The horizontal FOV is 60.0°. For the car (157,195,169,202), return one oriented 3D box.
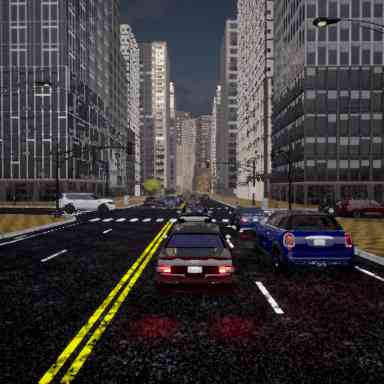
[{"bbox_3d":[-6.360,1.475,72.992,2.033,1.411,5.357,0,0,0],"label":"car"}]

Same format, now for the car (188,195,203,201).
[{"bbox_3d":[0.260,1.563,51.578,1.895,1.301,4.718,0,0,0],"label":"car"}]

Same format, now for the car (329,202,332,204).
[{"bbox_3d":[16.485,1.614,36.758,4.892,1.490,1.837,0,1,-1],"label":"car"}]

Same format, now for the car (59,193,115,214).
[{"bbox_3d":[-10.906,1.130,34.604,5.566,2.045,2.150,0,1,-8],"label":"car"}]

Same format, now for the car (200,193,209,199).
[{"bbox_3d":[3.429,1.093,92.152,2.097,1.767,4.553,0,0,0],"label":"car"}]

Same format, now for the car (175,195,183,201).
[{"bbox_3d":[-3.097,1.426,79.577,1.837,1.490,4.892,0,0,0],"label":"car"}]

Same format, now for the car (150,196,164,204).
[{"bbox_3d":[-6.440,1.497,62.322,2.033,1.411,5.357,0,0,0],"label":"car"}]

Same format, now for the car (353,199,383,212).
[{"bbox_3d":[21.885,1.640,39.226,4.829,1.417,1.752,1,0,1],"label":"car"}]

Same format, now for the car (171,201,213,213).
[{"bbox_3d":[0.136,1.481,18.668,2.128,1.511,4.902,0,0,0],"label":"car"}]

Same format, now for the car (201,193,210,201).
[{"bbox_3d":[3.409,1.392,81.763,1.882,1.535,5.008,0,0,0],"label":"car"}]

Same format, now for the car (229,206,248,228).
[{"bbox_3d":[3.390,1.536,20.277,2.033,1.411,5.357,0,0,0],"label":"car"}]

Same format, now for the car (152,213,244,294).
[{"bbox_3d":[0.110,1.543,8.923,2.033,1.411,5.357,0,0,1],"label":"car"}]

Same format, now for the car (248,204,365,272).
[{"bbox_3d":[3.370,1.347,10.892,2.097,1.767,4.553,0,0,0],"label":"car"}]

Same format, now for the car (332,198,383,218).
[{"bbox_3d":[16.260,1.517,30.950,5.009,1.841,2.192,1,0,1],"label":"car"}]

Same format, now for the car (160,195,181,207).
[{"bbox_3d":[-3.224,1.315,50.602,2.097,1.767,4.553,0,0,-1],"label":"car"}]

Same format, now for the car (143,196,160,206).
[{"bbox_3d":[-6.493,1.466,52.442,1.837,1.490,4.892,0,0,0],"label":"car"}]
